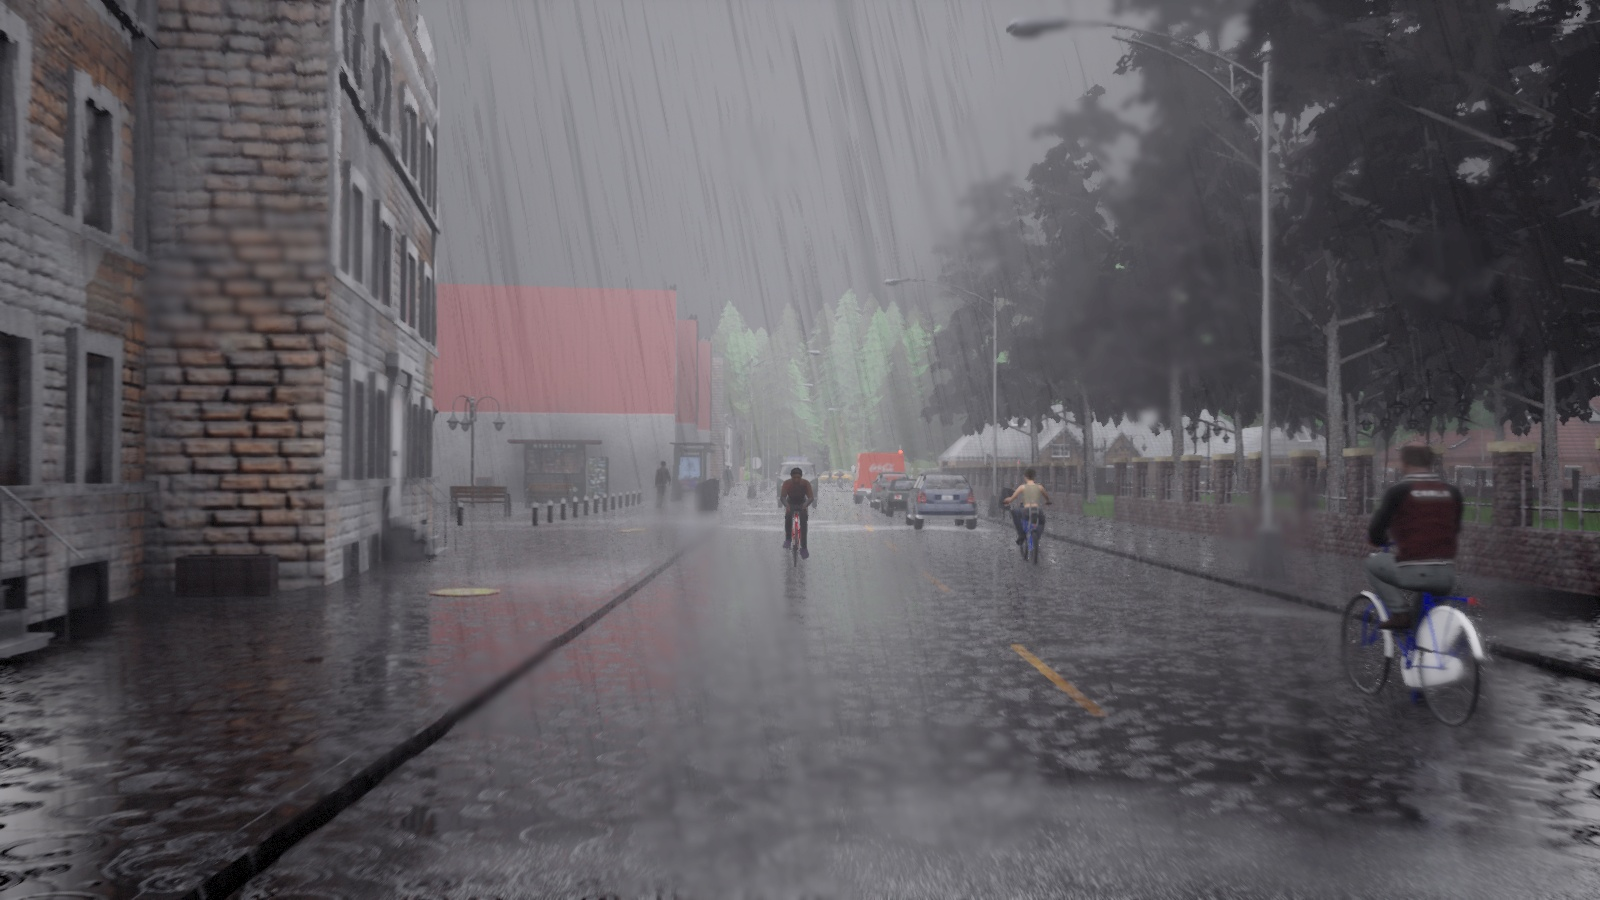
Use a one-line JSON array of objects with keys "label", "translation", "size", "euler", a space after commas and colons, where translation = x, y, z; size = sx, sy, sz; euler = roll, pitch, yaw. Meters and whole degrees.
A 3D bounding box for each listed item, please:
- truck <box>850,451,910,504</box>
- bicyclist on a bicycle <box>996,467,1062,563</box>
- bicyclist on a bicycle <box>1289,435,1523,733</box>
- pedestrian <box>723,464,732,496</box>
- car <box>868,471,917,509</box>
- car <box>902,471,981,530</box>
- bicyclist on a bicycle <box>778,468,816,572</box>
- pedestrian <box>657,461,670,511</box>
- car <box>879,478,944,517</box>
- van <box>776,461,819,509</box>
[{"label": "truck", "translation": [3.890, 1.352, 62.112], "size": [2.627, 2.467, 5.204], "euler": [0, -1, 0]}, {"label": "bicyclist on a bicycle", "translation": [3.942, 1.099, 21.722], "size": [0.866, 1.612, 1.509], "euler": [0, -1, 0]}, {"label": "bicyclist on a bicycle", "translation": [3.979, 0.810, 8.425], "size": [0.659, 1.776, 1.843], "euler": [0, -1, 0]}, {"label": "pedestrian", "translation": [-4.199, 1.762, 72.909], "size": [0.402, 1.842, 0.726], "euler": [0, -1, 9]}, {"label": "car", "translation": [3.901, 1.671, 53.346], "size": [1.789, 1.549, 3.705], "euler": [0, -1, 0]}, {"label": "car", "translation": [3.919, 1.368, 35.262], "size": [1.789, 1.549, 3.705], "euler": [0, -1, 0]}, {"label": "bicyclist on a bicycle", "translation": [-0.050, 1.111, 20.520], "size": [0.582, 1.620, 1.656], "euler": [0, -1, 0]}, {"label": "pedestrian", "translation": [-5.020, 1.317, 46.135], "size": [0.431, 1.840, 0.703], "euler": [0, -1, -3]}, {"label": "car", "translation": [3.910, 1.650, 44.822], "size": [1.895, 1.301, 4.718], "euler": [0, -1, 0]}, {"label": "van", "translation": [-0.101, 1.475, 54.201], "size": [1.775, 1.987, 4.442], "euler": [0, -1, 0]}]
